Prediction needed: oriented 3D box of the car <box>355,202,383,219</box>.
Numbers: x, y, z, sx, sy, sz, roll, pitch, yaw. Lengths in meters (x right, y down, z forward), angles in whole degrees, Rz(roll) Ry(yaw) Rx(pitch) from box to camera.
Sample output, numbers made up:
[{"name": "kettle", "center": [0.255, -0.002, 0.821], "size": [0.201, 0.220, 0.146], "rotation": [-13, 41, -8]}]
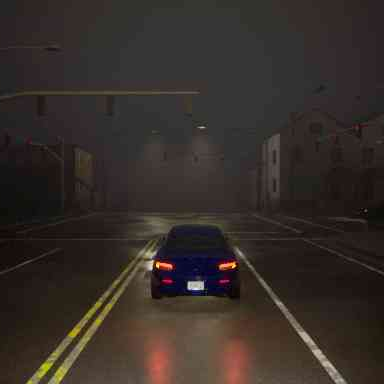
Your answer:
[{"name": "car", "center": [16.305, 1.526, 28.033], "size": [4.674, 1.442, 1.812], "rotation": [0, 0, -1]}]

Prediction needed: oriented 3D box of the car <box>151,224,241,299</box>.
[{"name": "car", "center": [0.086, 1.526, 8.304], "size": [1.812, 1.442, 4.674], "rotation": [0, 0, 0]}]
